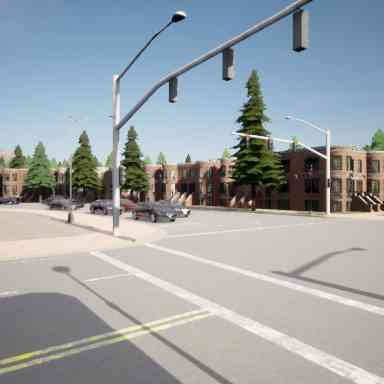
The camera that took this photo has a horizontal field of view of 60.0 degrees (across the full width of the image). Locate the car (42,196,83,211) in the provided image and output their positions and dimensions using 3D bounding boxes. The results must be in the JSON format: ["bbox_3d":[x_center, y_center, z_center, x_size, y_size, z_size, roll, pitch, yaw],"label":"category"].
[{"bbox_3d":[-15.812,1.532,40.522,4.674,1.442,1.812,0,0,37],"label":"car"}]

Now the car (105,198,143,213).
[{"bbox_3d":[-7.857,1.486,37.854,1.882,1.535,5.008,0,0,-43],"label":"car"}]

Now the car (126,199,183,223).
[{"bbox_3d":[-3.012,1.512,26.008,1.837,1.490,4.892,0,0,-36],"label":"car"}]

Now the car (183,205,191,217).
[{"bbox_3d":[-2.057,1.500,30.556,2.128,1.511,4.902,0,0,-37],"label":"car"}]

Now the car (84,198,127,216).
[{"bbox_3d":[-8.659,1.498,33.408,2.128,1.511,4.902,0,0,-39],"label":"car"}]

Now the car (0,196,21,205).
[{"bbox_3d":[-32.938,1.496,58.951,4.902,1.511,2.128,0,0,9],"label":"car"}]
